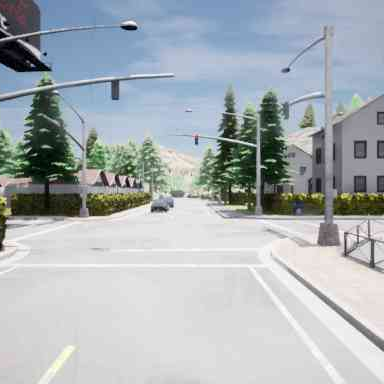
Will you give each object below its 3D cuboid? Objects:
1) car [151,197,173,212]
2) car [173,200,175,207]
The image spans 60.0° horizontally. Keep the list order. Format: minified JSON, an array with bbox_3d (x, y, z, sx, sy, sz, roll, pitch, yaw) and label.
[{"bbox_3d":[-3.621,1.547,38.478,2.033,1.411,5.357,0,0,0],"label":"car"},{"bbox_3d":[-3.609,1.476,48.761,1.882,1.535,5.008,0,0,0],"label":"car"}]
